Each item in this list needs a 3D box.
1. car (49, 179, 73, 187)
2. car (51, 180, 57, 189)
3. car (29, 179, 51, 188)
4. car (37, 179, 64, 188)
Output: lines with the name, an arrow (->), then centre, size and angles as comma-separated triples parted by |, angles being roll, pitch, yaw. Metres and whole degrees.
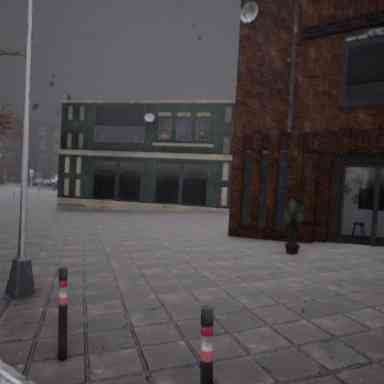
car -> -27.846, -1.829, 70.546 | 4.674, 1.452, 2.002 | 4, 3, 21
car -> -20.291, -1.100, 55.761 | 2.150, 2.045, 5.566 | 4, 3, 21
car -> -29.832, -1.853, 65.395 | 4.553, 1.767, 2.185 | 4, 3, 21
car -> -28.860, -1.798, 67.984 | 5.008, 1.535, 2.097 | 4, 3, 21
